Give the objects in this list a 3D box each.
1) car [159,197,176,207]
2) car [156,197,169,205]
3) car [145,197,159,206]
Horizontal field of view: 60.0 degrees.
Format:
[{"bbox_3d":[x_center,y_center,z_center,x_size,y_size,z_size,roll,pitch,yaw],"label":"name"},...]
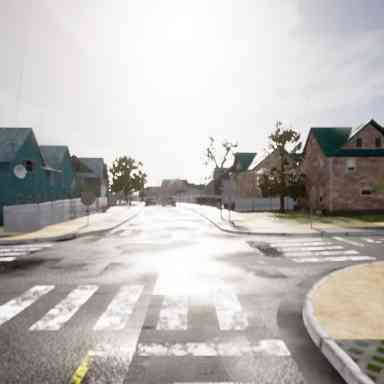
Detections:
[{"bbox_3d":[-4.010,1.585,56.531,2.097,1.767,4.553,0,-1,-10],"label":"car"},{"bbox_3d":[-5.993,1.820,66.456,1.882,1.535,5.008,0,-1,-13],"label":"car"},{"bbox_3d":[-7.493,1.775,60.193,1.837,1.490,4.892,0,-1,-10],"label":"car"}]
